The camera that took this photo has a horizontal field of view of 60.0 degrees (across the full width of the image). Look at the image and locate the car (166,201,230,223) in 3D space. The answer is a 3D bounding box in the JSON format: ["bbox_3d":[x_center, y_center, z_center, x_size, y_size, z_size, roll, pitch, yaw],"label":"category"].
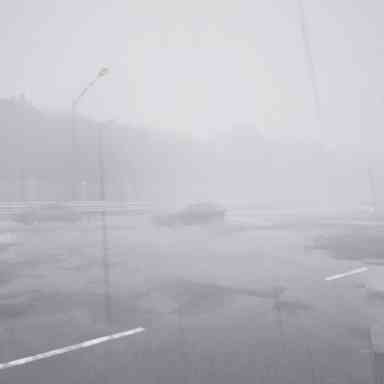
[{"bbox_3d":[0.571,1.478,25.980,4.892,1.490,1.837,0,0,-36],"label":"car"}]

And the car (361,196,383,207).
[{"bbox_3d":[27.319,1.440,49.934,4.892,1.490,1.837,0,0,-36],"label":"car"}]

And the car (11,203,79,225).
[{"bbox_3d":[-9.900,1.464,22.591,4.181,1.385,1.994,2,-1,-37],"label":"car"}]

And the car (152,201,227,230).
[{"bbox_3d":[-0.173,1.456,21.081,5.008,1.535,1.882,0,0,-36],"label":"car"}]
